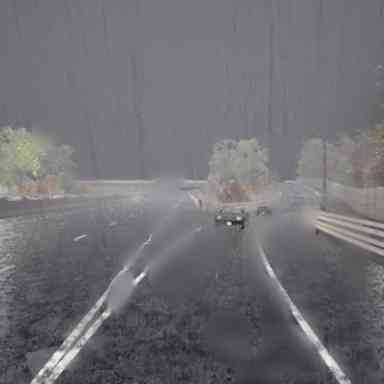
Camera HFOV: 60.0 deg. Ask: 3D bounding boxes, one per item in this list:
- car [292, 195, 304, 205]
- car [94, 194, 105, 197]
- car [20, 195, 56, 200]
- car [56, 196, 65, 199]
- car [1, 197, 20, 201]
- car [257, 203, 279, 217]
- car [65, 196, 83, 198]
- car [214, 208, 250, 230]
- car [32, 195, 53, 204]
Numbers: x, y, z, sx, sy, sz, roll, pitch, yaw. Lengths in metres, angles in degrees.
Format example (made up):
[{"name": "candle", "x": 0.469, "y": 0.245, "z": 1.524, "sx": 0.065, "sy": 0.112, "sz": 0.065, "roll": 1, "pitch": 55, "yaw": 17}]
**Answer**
[{"name": "car", "x": 21.784, "y": 1.922, "z": 68.966, "sx": 2.033, "sy": 1.411, "sz": 5.357, "roll": 0, "pitch": 3, "yaw": 20}, {"name": "car", "x": -22.046, "y": 1.144, "z": 79.769, "sx": 2.097, "sy": 1.767, "sz": 4.553, "roll": 0, "pitch": 0, "yaw": -1}, {"name": "car", "x": -21.692, "y": 1.488, "z": 47.134, "sx": 2.033, "sy": 1.411, "sz": 5.357, "roll": 0, "pitch": 0, "yaw": 0}, {"name": "car", "x": -25.353, "y": 1.467, "z": 64.552, "sx": 1.812, "sy": 1.442, "sz": 4.674, "roll": 0, "pitch": 0, "yaw": -1}, {"name": "car", "x": -25.197, "y": 1.458, "z": 48.439, "sx": 1.812, "sy": 1.442, "sz": 4.674, "roll": 0, "pitch": 0, "yaw": 0}, {"name": "car", "x": 8.882, "y": 2.084, "z": 38.898, "sx": 1.837, "sy": 1.490, "sz": 4.892, "roll": 0, "pitch": -1, "yaw": 25}, {"name": "car", "x": -21.840, "y": 1.451, "z": 63.380, "sx": 1.837, "sy": 1.490, "sz": 4.892, "roll": 0, "pitch": 0, "yaw": -1}, {"name": "car", "x": 2.837, "y": 1.721, "z": 22.468, "sx": 1.895, "sy": 1.301, "sz": 4.718, "roll": 2, "pitch": -2, "yaw": 15}, {"name": "car", "x": -28.852, "y": 1.411, "z": 64.467, "sx": 1.882, "sy": 1.535, "sz": 5.008, "roll": 0, "pitch": 0, "yaw": -1}]
